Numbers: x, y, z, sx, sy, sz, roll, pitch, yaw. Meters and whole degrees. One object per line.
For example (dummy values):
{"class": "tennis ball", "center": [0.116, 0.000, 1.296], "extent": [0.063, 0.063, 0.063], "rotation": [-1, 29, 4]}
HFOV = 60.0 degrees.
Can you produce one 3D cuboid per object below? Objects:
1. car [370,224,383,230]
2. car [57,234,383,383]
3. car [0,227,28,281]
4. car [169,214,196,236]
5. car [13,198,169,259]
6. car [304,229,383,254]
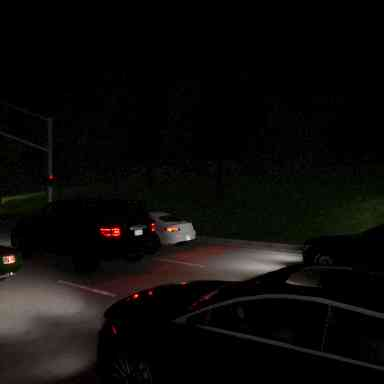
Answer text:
{"class": "car", "center": [5.338, 1.526, 8.763], "extent": [4.674, 1.442, 1.812], "rotation": [0, 0, 35]}
{"class": "car", "center": [1.119, 1.492, 3.193], "extent": [4.902, 1.511, 2.128], "rotation": [0, 0, 35]}
{"class": "car", "center": [-6.423, 1.600, 8.527], "extent": [4.718, 1.301, 1.895], "rotation": [0, 0, 36]}
{"class": "car", "center": [-2.012, 1.525, 13.977], "extent": [4.674, 1.442, 1.812], "rotation": [0, 0, 36]}
{"class": "car", "center": [-3.658, 1.221, 10.848], "extent": [5.566, 2.045, 2.150], "rotation": [0, 0, 36]}
{"class": "car", "center": [4.713, 1.547, 4.933], "extent": [5.357, 1.411, 2.033], "rotation": [0, 0, 35]}
